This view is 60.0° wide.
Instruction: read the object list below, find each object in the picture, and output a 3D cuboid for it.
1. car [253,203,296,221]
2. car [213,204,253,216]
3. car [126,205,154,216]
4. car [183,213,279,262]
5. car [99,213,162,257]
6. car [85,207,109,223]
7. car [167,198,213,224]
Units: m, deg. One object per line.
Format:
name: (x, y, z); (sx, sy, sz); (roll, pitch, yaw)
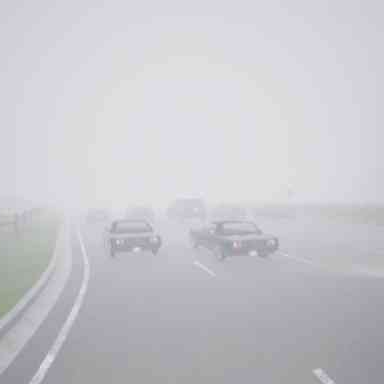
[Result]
car: (6.909, 1.700, 28.683); (2.128, 1.511, 4.902); (-1, -1, -20)
car: (3.036, 1.787, 29.088); (1.837, 1.490, 4.892); (-1, -1, -20)
car: (-4.700, 1.935, 29.821); (1.837, 1.490, 4.892); (-1, -1, -20)
car: (1.336, 1.727, 12.850); (1.895, 1.301, 4.718); (-1, -1, -17)
car: (-2.693, 1.813, 14.042); (1.895, 1.301, 4.718); (-1, -1, -19)
car: (-8.740, 2.077, 30.664); (1.994, 1.385, 4.181); (-1, -1, -20)
car: (-0.531, 1.563, 28.634); (2.150, 2.045, 5.566); (-1, -1, -20)
